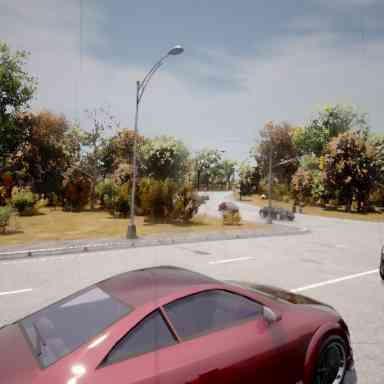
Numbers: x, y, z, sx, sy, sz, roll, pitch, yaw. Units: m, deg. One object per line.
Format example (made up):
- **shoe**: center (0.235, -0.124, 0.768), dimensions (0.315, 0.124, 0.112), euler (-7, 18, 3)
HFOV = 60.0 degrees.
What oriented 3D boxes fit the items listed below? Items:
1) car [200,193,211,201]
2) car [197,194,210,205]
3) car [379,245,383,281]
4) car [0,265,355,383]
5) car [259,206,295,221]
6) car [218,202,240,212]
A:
- **car**: center (3.106, 1.124, 78.681), dimensions (2.128, 1.511, 4.902), euler (2, 2, -1)
- **car**: center (1.399, 1.412, 63.162), dimensions (2.097, 1.767, 4.553), euler (2, 2, -10)
- **car**: center (6.967, 1.486, 8.771), dimensions (4.553, 1.767, 2.097), euler (2, -1, -36)
- **car**: center (-0.051, 1.571, 3.713), dimensions (4.181, 1.385, 1.994), euler (0, 0, -36)
- **car**: center (9.342, 2.297, 36.721), dimensions (1.837, 1.490, 4.892), euler (3, -1, -23)
- **car**: center (5.240, 2.153, 47.623), dimensions (1.812, 1.442, 4.674), euler (3, 0, -17)
